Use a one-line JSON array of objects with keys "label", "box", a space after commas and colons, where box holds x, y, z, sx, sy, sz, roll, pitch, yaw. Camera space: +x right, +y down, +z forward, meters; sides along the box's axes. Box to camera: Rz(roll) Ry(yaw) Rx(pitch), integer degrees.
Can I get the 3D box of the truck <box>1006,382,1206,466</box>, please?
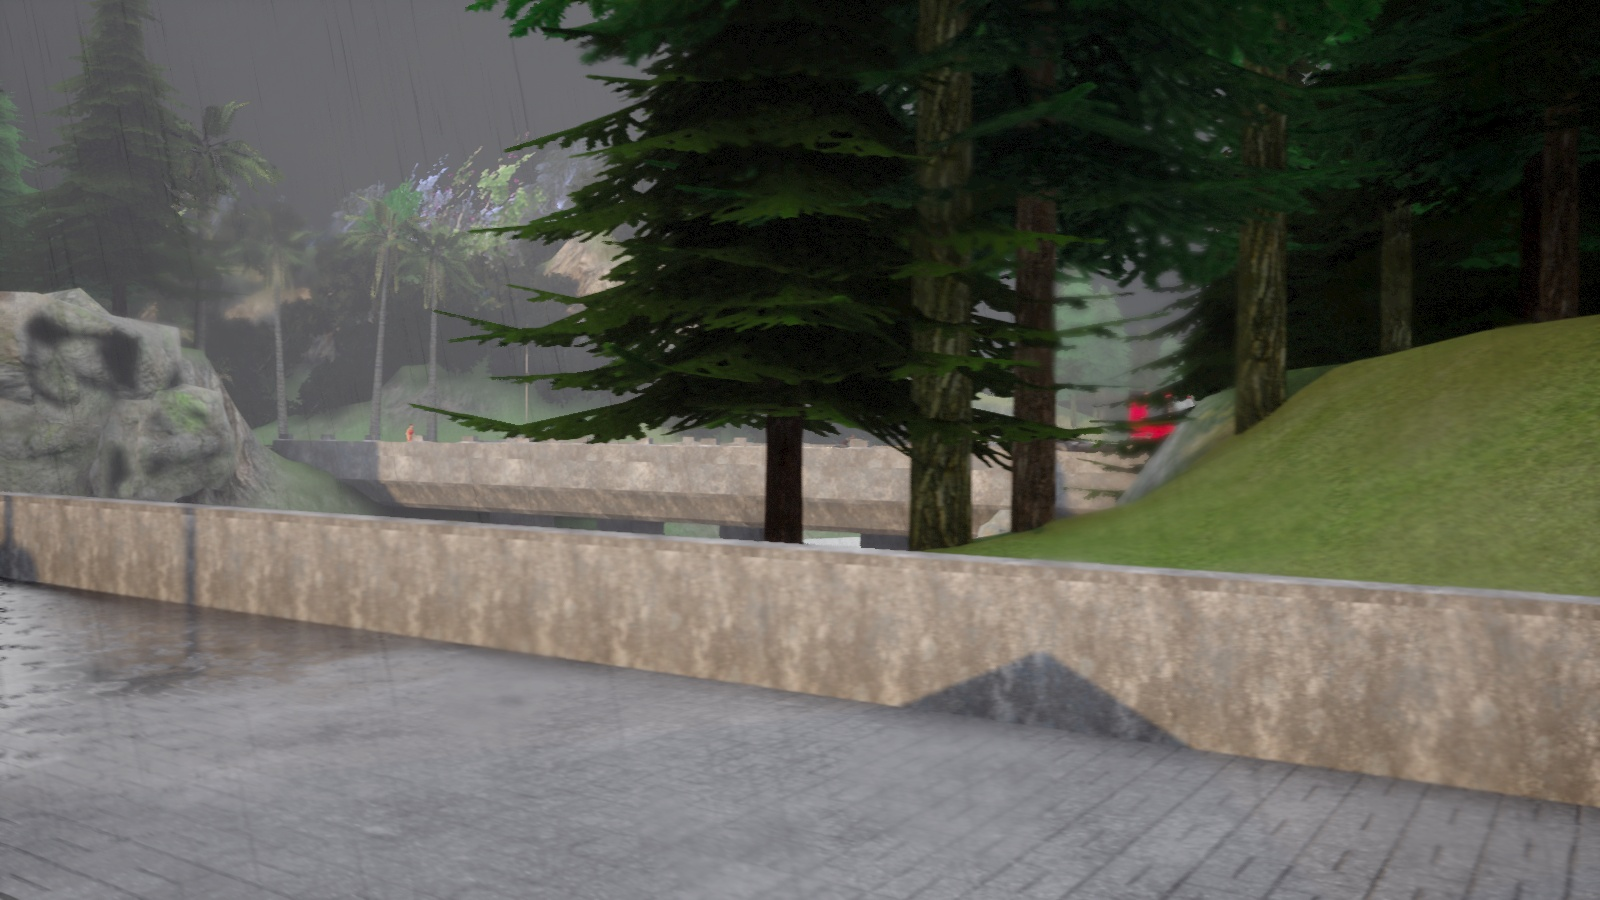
[{"label": "truck", "box": [13.297, -1.084, 54.831, 7.936, 3.462, 2.891, 0, 1, 34]}]
